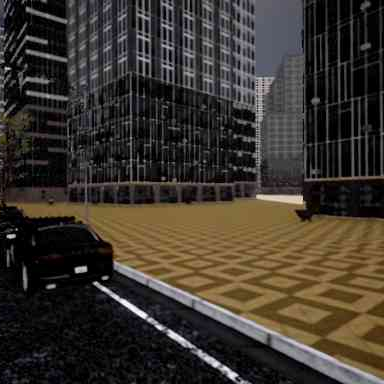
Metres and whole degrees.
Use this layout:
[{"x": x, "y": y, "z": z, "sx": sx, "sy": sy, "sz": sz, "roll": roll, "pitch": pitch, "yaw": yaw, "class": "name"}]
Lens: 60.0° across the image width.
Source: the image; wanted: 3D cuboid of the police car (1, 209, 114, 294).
[{"x": -3.879, "y": 1.489, "z": 9.283, "sx": 1.930, "sy": 1.638, "sz": 5.238, "roll": 0, "pitch": 0, "yaw": -35, "class": "police car"}]

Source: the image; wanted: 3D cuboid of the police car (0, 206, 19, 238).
[{"x": -9.830, "y": 1.568, "z": 17.516, "sx": 1.930, "sy": 1.638, "sz": 5.238, "roll": 0, "pitch": 0, "yaw": -37, "class": "police car"}]
